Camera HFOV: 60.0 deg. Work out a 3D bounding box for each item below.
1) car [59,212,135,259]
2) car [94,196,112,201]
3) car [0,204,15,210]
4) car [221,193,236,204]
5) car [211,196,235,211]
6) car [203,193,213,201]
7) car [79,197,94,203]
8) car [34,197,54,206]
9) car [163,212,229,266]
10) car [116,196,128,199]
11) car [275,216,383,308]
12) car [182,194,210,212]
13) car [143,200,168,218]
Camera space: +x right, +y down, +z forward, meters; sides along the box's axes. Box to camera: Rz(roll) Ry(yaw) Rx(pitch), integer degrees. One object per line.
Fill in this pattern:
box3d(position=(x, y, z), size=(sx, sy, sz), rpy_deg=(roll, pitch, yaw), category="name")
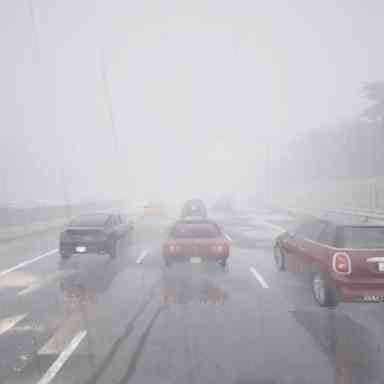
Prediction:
box3d(position=(-3.381, 1.503, 12.574), size=(1.837, 1.490, 4.892), rpy_deg=(0, 0, 0), category="car")
box3d(position=(-17.066, 1.540, 65.268), size=(1.812, 1.442, 4.674), rpy_deg=(0, 0, 1), category="car")
box3d(position=(-14.043, 1.544, 23.015), size=(2.033, 1.411, 5.357), rpy_deg=(0, 0, 0), category="car")
box3d(position=(7.307, 1.275, 64.843), size=(2.150, 2.045, 5.566), rpy_deg=(0, 0, 2), category="car")
box3d(position=(3.669, 1.562, 40.195), size=(1.994, 1.385, 4.181), rpy_deg=(0, 0, 0), category="car")
box3d(position=(4.119, 1.553, 77.481), size=(1.837, 1.490, 4.892), rpy_deg=(0, 0, 1), category="car")
box3d(position=(-20.563, 1.610, 65.279), size=(1.895, 1.301, 4.718), rpy_deg=(0, 0, 1), category="car")
box3d(position=(-23.580, 1.530, 53.216), size=(1.812, 1.442, 4.674), rpy_deg=(0, 0, -2), category="car")
box3d(position=(0.115, 1.599, 11.440), size=(1.895, 1.301, 4.718), rpy_deg=(0, 0, 0), category="car")
box3d(position=(-13.568, 1.516, 65.228), size=(1.837, 1.490, 4.892), rpy_deg=(0, 0, 1), category="car")
box3d(position=(3.503, 1.352, 8.072), size=(2.097, 1.767, 4.553), rpy_deg=(0, 0, 0), category="car")
box3d(position=(0.189, 1.350, 28.848), size=(2.097, 1.767, 4.553), rpy_deg=(0, 0, 0), category="car")
box3d(position=(-3.300, 1.475, 30.596), size=(1.882, 1.535, 5.008), rpy_deg=(0, 0, 0), category="car")
